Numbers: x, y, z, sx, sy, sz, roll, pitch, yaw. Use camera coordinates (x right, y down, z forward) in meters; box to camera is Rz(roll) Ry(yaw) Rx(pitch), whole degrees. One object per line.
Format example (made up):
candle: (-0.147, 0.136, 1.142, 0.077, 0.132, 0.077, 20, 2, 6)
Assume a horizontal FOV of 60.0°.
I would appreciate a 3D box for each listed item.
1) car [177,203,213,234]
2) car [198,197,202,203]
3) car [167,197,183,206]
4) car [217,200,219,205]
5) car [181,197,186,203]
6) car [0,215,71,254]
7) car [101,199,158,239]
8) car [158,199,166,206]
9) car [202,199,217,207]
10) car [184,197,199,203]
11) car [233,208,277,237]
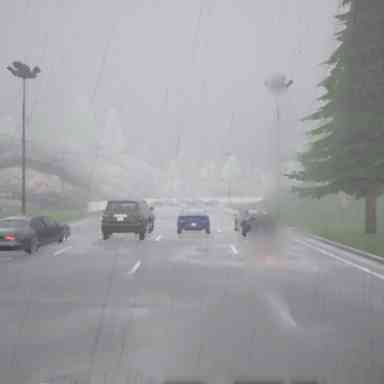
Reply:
car: (0.092, 1.688, 20.948, 1.882, 1.535, 5.008, 0, -1, 0)
car: (1.319, 1.991, 77.815, 2.097, 1.767, 4.553, 0, -1, 17)
car: (-3.498, 2.281, 68.561, 1.895, 1.301, 4.718, 0, -1, 2)
car: (4.953, 2.272, 77.822, 2.033, 1.411, 5.357, 0, -1, 17)
car: (-2.085, 1.995, 78.631, 2.097, 1.767, 4.553, 0, -1, 17)
car: (-6.906, 1.688, 14.030, 2.033, 1.411, 5.357, 0, -1, 0)
car: (-3.408, 1.407, 18.493, 2.150, 2.045, 5.566, 0, -1, 0)
car: (-6.998, 2.209, 68.620, 1.812, 1.442, 4.674, 0, -1, 2)
car: (3.492, 2.279, 67.989, 1.895, 1.301, 4.718, 0, -1, 2)
car: (-0.008, 2.279, 67.960, 1.895, 1.301, 4.718, 0, -1, 2)
car: (3.592, 1.701, 19.464, 1.837, 1.490, 4.892, 0, -1, 0)
